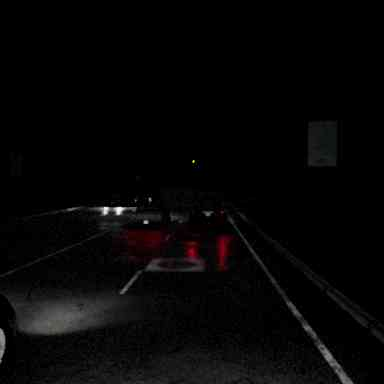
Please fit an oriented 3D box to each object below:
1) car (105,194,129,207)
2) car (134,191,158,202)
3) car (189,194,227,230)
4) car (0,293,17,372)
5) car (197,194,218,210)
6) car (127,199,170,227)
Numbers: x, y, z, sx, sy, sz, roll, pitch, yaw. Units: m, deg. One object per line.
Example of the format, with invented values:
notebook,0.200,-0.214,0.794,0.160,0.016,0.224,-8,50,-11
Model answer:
car,-8.731,0.921,39.163,1.812,1.442,4.674,0,1,3
car,-5.269,0.770,38.396,2.097,1.767,4.553,0,1,3
car,0.944,1.175,19.778,2.097,1.767,4.553,0,1,3
car,-3.250,1.489,2.441,1.837,1.490,4.892,0,0,1
car,1.682,1.000,35.168,2.128,1.511,4.902,0,1,4
car,-2.503,1.393,21.108,1.895,1.301,4.718,0,1,3
